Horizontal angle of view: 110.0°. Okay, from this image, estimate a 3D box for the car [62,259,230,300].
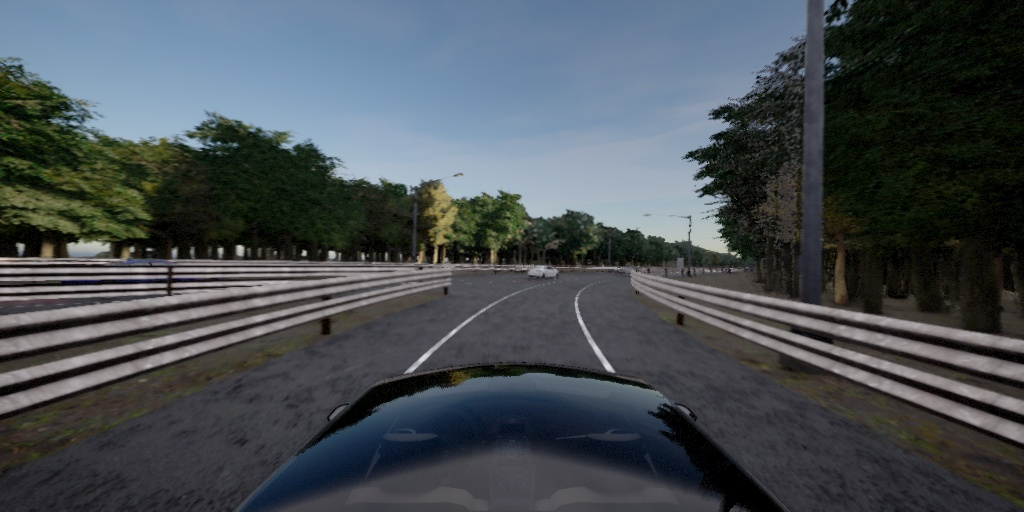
[{"bbox_3d":[-15.010,0.902,15.158,1.882,1.535,5.008,1,-1,37],"label":"car"}]

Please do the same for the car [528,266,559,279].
[{"bbox_3d":[3.536,1.800,40.137,1.812,1.442,4.674,0,-1,37],"label":"car"}]
